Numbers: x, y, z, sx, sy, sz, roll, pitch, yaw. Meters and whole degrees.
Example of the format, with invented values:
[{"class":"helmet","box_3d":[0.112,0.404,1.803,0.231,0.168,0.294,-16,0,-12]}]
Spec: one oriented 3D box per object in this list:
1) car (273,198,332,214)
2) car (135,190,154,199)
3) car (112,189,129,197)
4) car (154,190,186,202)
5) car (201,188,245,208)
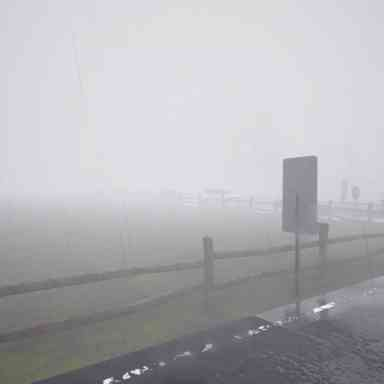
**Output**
[{"class":"car","box_3d":[9.030,1.086,27.425,1.882,1.535,5.008,1,1,-35]},{"class":"car","box_3d":[-8.063,0.342,56.899,1.882,1.535,5.008,1,1,-35]},{"class":"car","box_3d":[-14.084,0.120,65.464,2.128,1.511,4.902,1,1,-35]},{"class":"car","box_3d":[-2.728,0.488,44.194,2.097,1.767,4.553,1,1,-35]},{"class":"car","box_3d":[3.203,0.594,35.734,2.150,2.045,5.566,1,1,-35]}]
